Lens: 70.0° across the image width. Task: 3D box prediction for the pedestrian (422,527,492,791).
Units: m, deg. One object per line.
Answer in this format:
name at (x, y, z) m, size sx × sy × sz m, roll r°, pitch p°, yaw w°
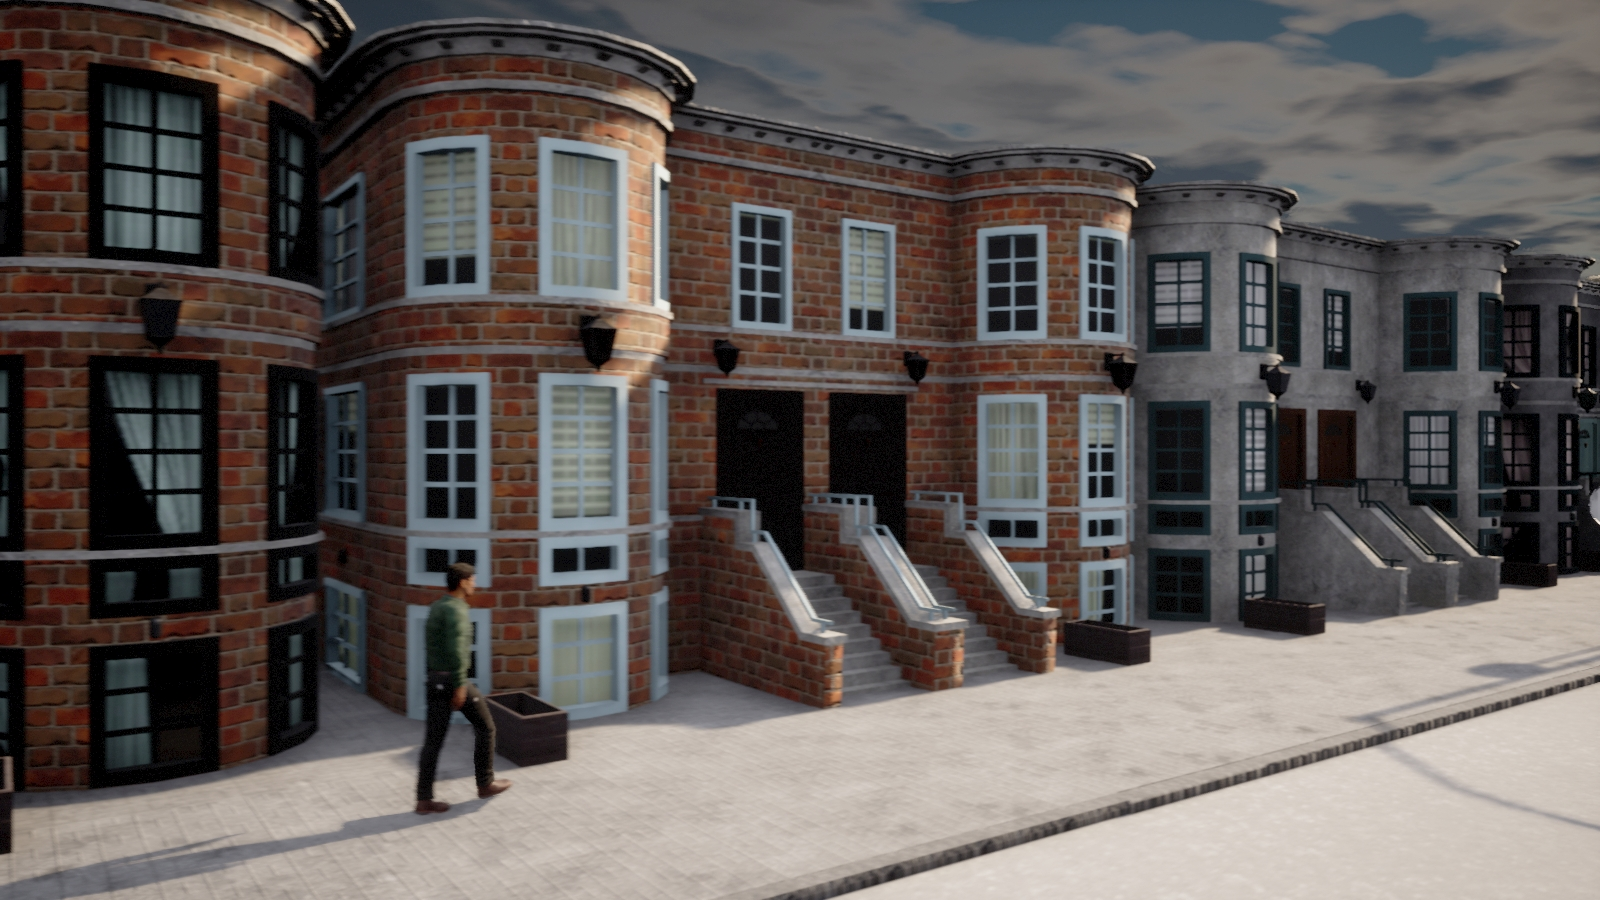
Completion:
pedestrian at (-2.545, 1.520, 8.480) m, size 0.375 × 1.860 × 0.375 m, roll 0°, pitch 0°, yaw -42°
